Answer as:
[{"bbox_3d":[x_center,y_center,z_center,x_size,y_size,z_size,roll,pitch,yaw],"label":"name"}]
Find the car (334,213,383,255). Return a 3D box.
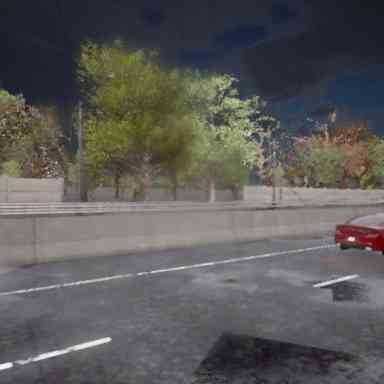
[{"bbox_3d":[7.970,1.623,13.815,5.008,1.535,1.882,0,0,-35],"label":"car"}]
